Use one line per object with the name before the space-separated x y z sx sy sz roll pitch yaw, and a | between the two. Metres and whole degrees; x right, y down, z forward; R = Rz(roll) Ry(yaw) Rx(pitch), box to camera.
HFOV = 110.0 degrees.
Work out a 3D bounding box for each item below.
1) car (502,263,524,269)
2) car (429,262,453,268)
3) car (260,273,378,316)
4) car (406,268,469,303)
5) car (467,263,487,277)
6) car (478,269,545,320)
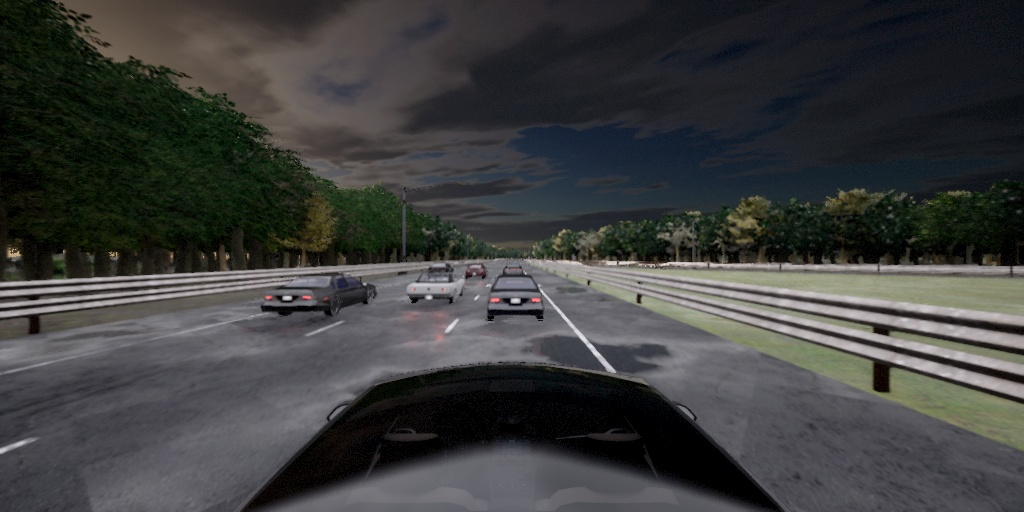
car | 0.102 1.391 33.508 2.128 1.511 4.902 0 0 0
car | -6.894 1.363 35.134 1.882 1.535 5.008 0 0 0
car | -6.899 1.348 13.517 2.033 1.411 5.357 0 0 0
car | -3.399 1.417 16.921 1.895 1.301 4.718 0 0 0
car | -3.395 1.431 34.623 1.812 1.442 4.674 0 0 0
car | 0.102 1.345 12.794 2.033 1.411 5.357 0 0 0
